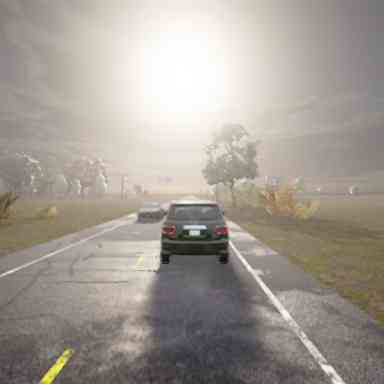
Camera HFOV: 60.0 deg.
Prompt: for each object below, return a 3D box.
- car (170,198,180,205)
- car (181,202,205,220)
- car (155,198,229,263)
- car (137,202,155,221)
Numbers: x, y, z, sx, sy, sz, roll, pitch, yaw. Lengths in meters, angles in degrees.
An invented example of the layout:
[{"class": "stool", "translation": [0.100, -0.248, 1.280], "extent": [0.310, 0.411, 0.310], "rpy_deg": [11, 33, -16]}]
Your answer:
[{"class": "car", "translation": [-3.522, 1.976, 69.907], "extent": [1.837, 1.490, 4.892], "rpy_deg": [0, 0, 0]}, {"class": "car", "translation": [0.089, 1.765, 31.797], "extent": [2.033, 1.411, 5.357], "rpy_deg": [0, 0, 0]}, {"class": "car", "translation": [0.088, 1.303, 12.363], "extent": [2.150, 2.045, 5.566], "rpy_deg": [0, 0, 0]}, {"class": "car", "translation": [-3.608, 1.679, 29.518], "extent": [1.882, 1.535, 5.008], "rpy_deg": [0, 0, 0]}]
